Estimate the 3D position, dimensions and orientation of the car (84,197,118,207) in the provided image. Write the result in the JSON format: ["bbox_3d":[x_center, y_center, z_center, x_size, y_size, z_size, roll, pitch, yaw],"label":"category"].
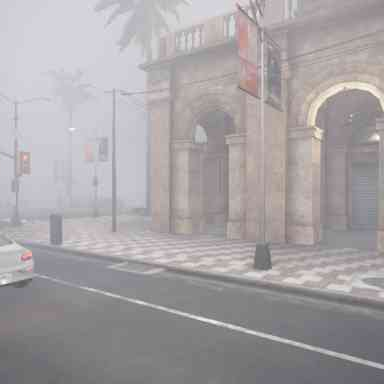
[{"bbox_3d":[-13.884,1.513,51.058,2.161,1.482,4.786,0,0,35],"label":"car"}]

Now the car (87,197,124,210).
[{"bbox_3d":[-11.155,1.505,43.541,1.837,1.490,4.892,0,0,36],"label":"car"}]

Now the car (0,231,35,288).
[{"bbox_3d":[-5.584,1.526,7.930,4.674,1.442,1.812,0,0,36],"label":"car"}]
